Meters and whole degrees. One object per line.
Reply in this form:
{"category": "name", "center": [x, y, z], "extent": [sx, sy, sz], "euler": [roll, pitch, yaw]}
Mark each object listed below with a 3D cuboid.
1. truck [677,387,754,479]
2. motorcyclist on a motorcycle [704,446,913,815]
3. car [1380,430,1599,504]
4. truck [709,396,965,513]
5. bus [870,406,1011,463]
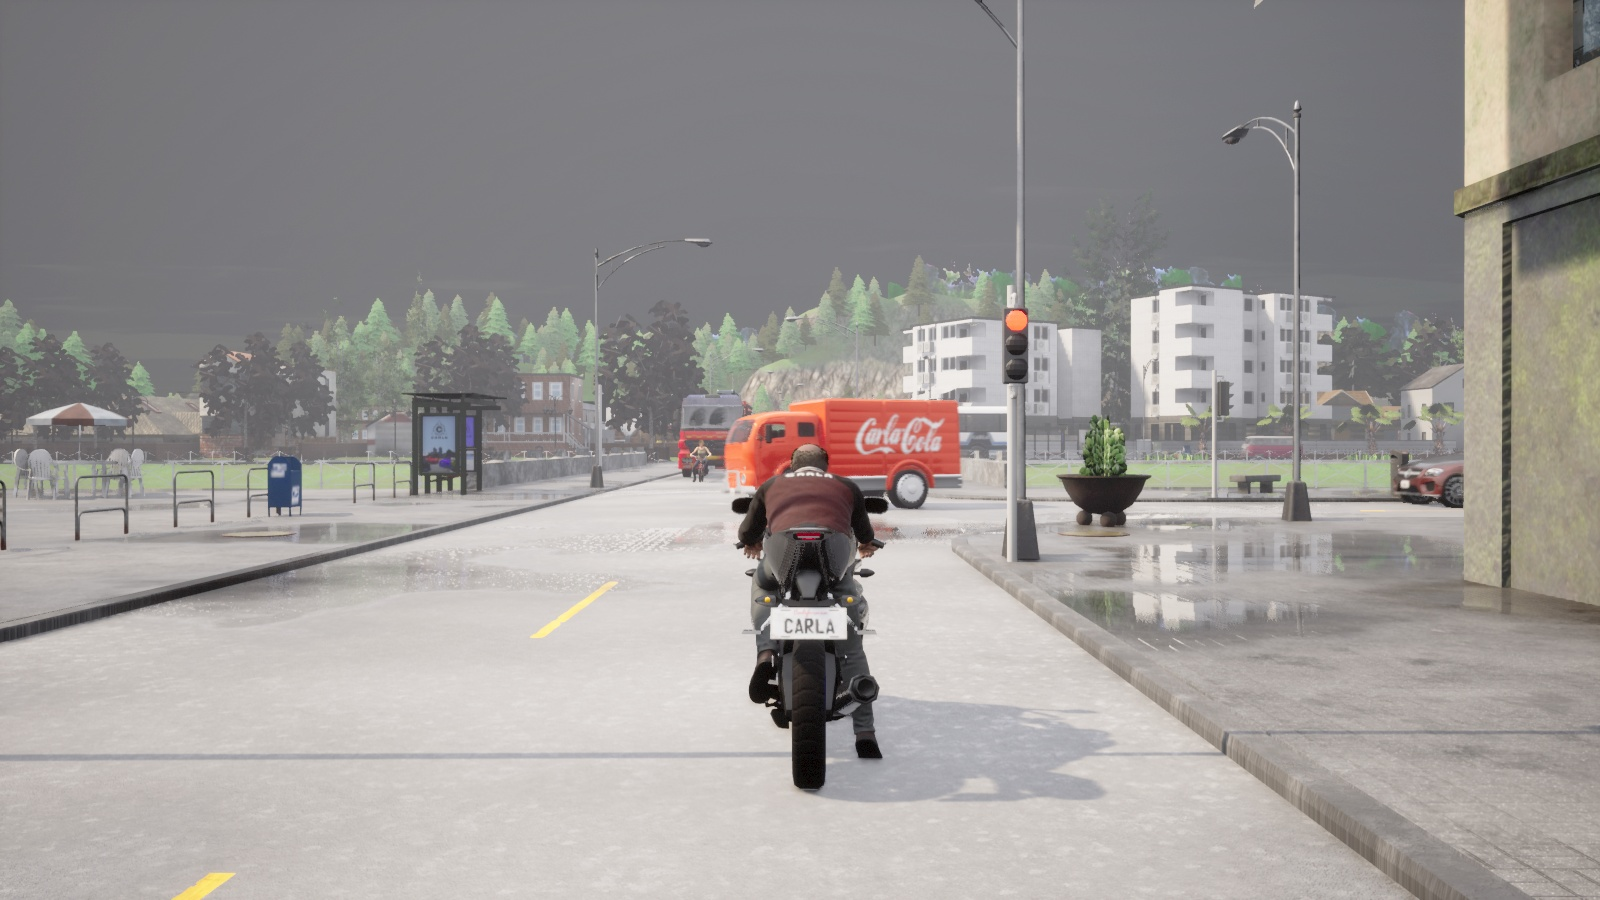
{"category": "truck", "center": [-3.704, -0.742, 56.921], "extent": [2.891, 3.827, 8.468], "euler": [0, 0, 0]}
{"category": "motorcyclist on a motorcycle", "center": [0.047, 0.746, 6.323], "extent": [0.866, 1.530, 2.191], "euler": [0, 0, 1]}
{"category": "car", "center": [16.581, 0.373, 29.364], "extent": [5.027, 1.651, 2.152], "euler": [0, 0, 0]}
{"category": "truck", "center": [0.830, 0.096, 28.638], "extent": [5.204, 2.467, 2.627], "euler": [0, -1, -24]}
{"category": "bus", "center": [10.551, -1.158, 95.114], "extent": [10.273, 4.253, 3.944], "euler": [0, 0, 0]}
